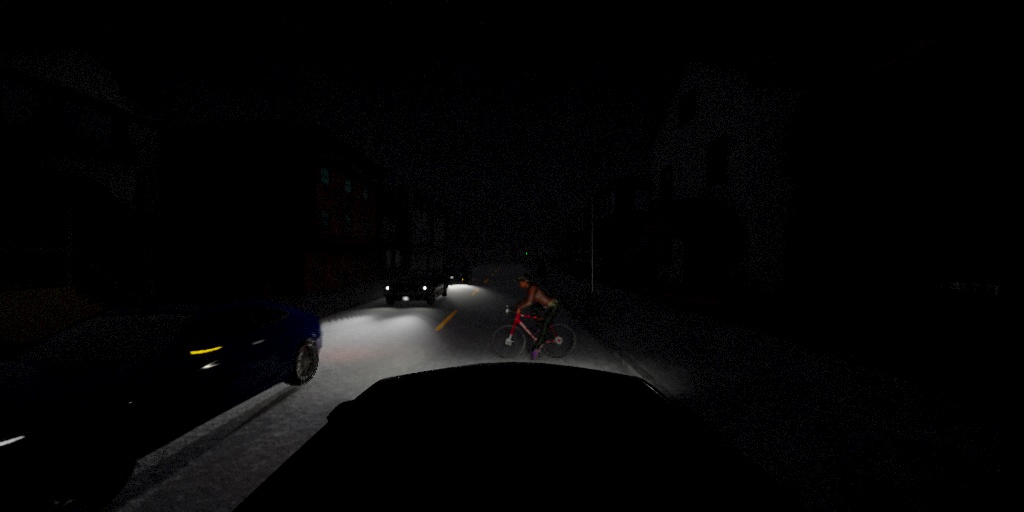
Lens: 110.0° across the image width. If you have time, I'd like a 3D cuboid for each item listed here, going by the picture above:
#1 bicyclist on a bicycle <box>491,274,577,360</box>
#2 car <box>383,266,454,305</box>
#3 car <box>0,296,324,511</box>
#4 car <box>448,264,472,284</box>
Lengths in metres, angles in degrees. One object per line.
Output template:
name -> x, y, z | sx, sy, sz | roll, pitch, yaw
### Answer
bicyclist on a bicycle -> 0.407, 1.169, 6.854 | 1.656, 1.620, 0.582 | -2, 0, 1
car -> -4.068, 1.309, 15.942 | 1.895, 1.301, 4.718 | 0, 0, 0
car -> -4.088, 1.267, 4.289 | 1.812, 1.442, 4.674 | 0, 0, 0
car -> -4.028, 1.242, 26.036 | 1.994, 1.385, 4.181 | 0, 0, 0
